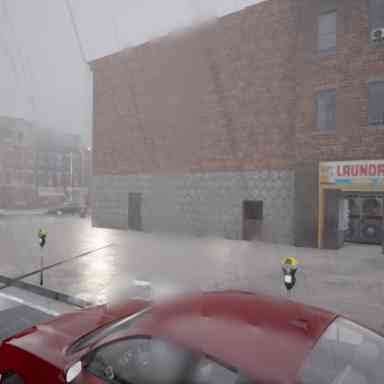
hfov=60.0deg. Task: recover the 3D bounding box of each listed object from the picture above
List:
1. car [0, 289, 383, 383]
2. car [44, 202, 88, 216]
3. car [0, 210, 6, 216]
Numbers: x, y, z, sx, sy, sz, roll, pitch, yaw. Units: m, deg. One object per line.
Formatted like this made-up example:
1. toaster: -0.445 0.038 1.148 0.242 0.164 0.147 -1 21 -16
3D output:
1. car: 0.132 1.544 2.704 4.507 1.381 1.887 0 1 36
2. car: -14.107 1.856 37.495 1.837 1.490 4.892 1 0 36
3. car: -19.600 1.828 29.867 1.895 1.301 4.718 1 0 37
